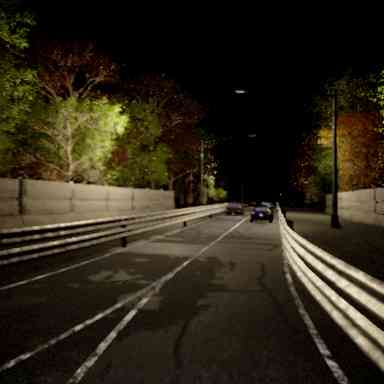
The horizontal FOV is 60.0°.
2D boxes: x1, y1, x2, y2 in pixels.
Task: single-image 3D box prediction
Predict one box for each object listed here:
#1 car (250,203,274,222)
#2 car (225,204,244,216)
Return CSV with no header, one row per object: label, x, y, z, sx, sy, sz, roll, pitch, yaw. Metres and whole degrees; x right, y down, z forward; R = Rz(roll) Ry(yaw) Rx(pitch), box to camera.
car,6.511,2.018,30.923,1.994,1.385,4.181,0,-1,14
car,5.279,2.119,40.205,2.033,1.411,5.357,0,-1,14
